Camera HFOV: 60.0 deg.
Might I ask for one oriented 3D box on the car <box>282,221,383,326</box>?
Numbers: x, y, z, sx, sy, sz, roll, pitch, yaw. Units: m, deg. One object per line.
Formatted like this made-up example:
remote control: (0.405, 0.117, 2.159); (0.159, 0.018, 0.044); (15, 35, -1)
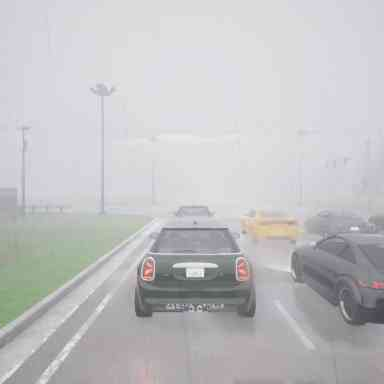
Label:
car: (3.565, 1.564, 7.075); (1.994, 1.385, 4.181); (0, 0, 0)

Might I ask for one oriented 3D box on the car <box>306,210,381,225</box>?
car: (7.085, 1.564, 16.460); (1.994, 1.385, 4.181); (0, 0, 0)

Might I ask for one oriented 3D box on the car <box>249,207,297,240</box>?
car: (3.586, 1.478, 16.036); (1.882, 1.535, 5.008); (0, 0, 0)

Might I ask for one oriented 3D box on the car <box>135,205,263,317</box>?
car: (0.064, 1.352, 7.606); (2.097, 1.767, 4.553); (0, 0, 0)

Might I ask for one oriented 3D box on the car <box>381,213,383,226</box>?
car: (10.586, 1.492, 16.411); (2.128, 1.511, 4.902); (0, 0, 0)
